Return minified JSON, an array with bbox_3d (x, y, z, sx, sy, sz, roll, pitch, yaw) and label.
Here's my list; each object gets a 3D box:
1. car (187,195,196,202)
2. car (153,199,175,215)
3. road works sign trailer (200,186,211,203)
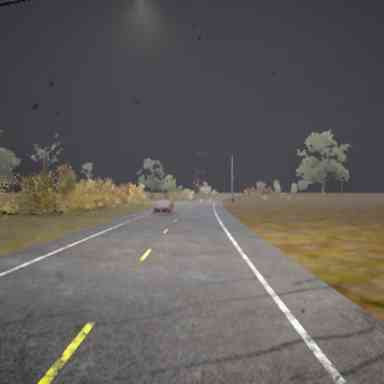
[{"bbox_3d":[-0.065,1.413,75.846,2.128,1.511,4.902,0,0,5],"label":"car"},{"bbox_3d":[-2.851,1.501,34.434,1.882,1.535,5.008,0,0,3],"label":"car"},{"bbox_3d":[2.772,0.507,68.117,2.380,3.560,2.880,0,0,5],"label":"road works sign trailer"}]
